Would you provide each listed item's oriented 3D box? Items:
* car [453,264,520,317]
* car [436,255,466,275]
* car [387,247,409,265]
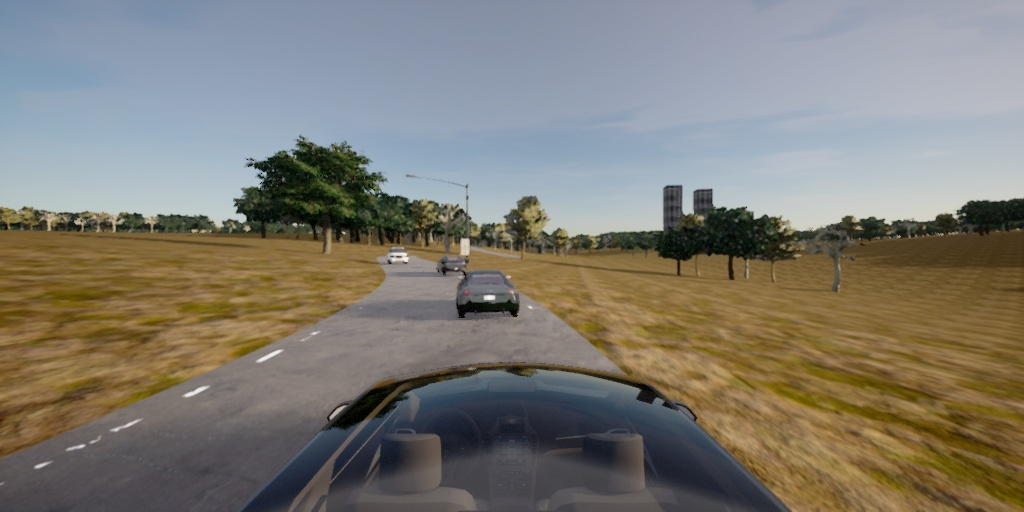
[{"bbox_3d":[-0.948,1.162,12.582,1.994,1.385,4.181,0,1,-8],"label":"car"},{"bbox_3d":[-4.928,0.678,28.928,2.128,1.511,4.902,0,2,-19],"label":"car"},{"bbox_3d":[-13.731,-0.043,43.051,2.150,2.045,5.566,-1,2,-22],"label":"car"}]
